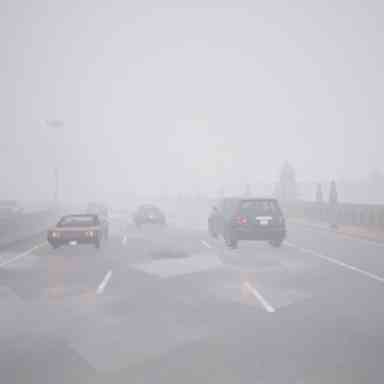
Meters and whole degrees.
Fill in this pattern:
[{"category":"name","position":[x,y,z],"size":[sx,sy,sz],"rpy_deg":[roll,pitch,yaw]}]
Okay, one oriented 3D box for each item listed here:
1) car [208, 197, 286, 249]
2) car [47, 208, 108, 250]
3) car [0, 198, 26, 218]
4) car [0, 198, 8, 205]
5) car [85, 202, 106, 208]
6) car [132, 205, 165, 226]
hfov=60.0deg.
[{"category":"car","position":[2.240,1.213,14.861],"size":[2.150,2.045,5.566],"rpy_deg":[0,0,-9]},{"category":"car","position":[-4.790,1.621,14.641],"size":[1.895,1.301,4.718],"rpy_deg":[0,0,-9]},{"category":"car","position":[-15.754,1.434,28.633],"size":[2.097,1.767,4.553],"rpy_deg":[0,0,-19]},{"category":"car","position":[-36.651,1.793,63.345],"size":[1.994,1.385,4.181],"rpy_deg":[-1,0,-40]},{"category":"car","position":[-9.103,1.608,31.390],"size":[1.994,1.385,4.181],"rpy_deg":[0,0,-19]},{"category":"car","position":[-3.124,1.577,23.537],"size":[1.994,1.385,4.181],"rpy_deg":[0,0,-14]}]
